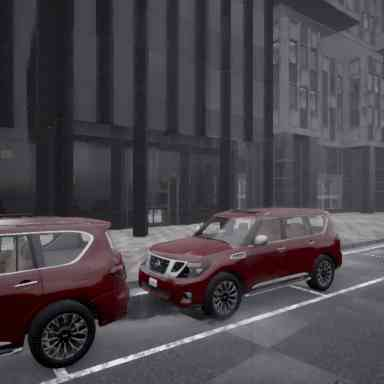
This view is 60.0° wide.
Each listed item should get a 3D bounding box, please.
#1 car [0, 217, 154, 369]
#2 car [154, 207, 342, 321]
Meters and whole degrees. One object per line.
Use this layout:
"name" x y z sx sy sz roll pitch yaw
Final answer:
"car" -3.254 1.315 4.211 5.009 1.841 2.192 0 0 -35
"car" 1.343 1.314 7.479 5.009 1.841 2.192 0 0 -35
